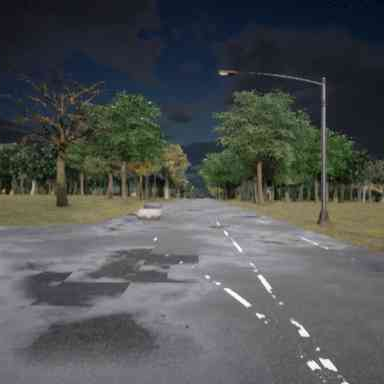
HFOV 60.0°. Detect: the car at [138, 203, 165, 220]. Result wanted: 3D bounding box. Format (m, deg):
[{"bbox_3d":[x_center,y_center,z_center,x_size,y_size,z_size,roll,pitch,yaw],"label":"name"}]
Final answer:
[{"bbox_3d":[-3.367,1.631,28.107,1.895,1.301,4.718,0,0,0],"label":"car"}]
